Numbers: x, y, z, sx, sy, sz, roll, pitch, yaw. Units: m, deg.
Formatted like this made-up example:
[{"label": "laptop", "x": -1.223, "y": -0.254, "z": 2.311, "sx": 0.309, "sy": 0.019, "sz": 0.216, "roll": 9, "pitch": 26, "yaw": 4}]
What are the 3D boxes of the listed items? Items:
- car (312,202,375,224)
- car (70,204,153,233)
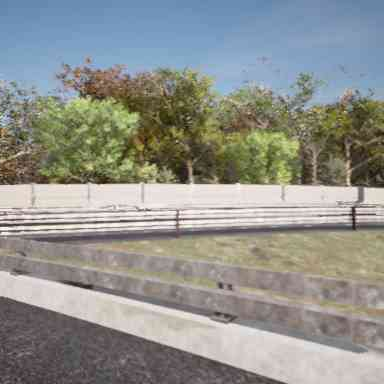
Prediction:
[{"label": "car", "x": 11.460, "y": 1.528, "z": 25.276, "sx": 4.902, "sy": 1.511, "sz": 2.128, "roll": 0, "pitch": 0, "yaw": -17}, {"label": "car", "x": -4.845, "y": 1.535, "z": 20.331, "sx": 4.902, "sy": 1.511, "sz": 2.128, "roll": -1, "pitch": 0, "yaw": -16}]
